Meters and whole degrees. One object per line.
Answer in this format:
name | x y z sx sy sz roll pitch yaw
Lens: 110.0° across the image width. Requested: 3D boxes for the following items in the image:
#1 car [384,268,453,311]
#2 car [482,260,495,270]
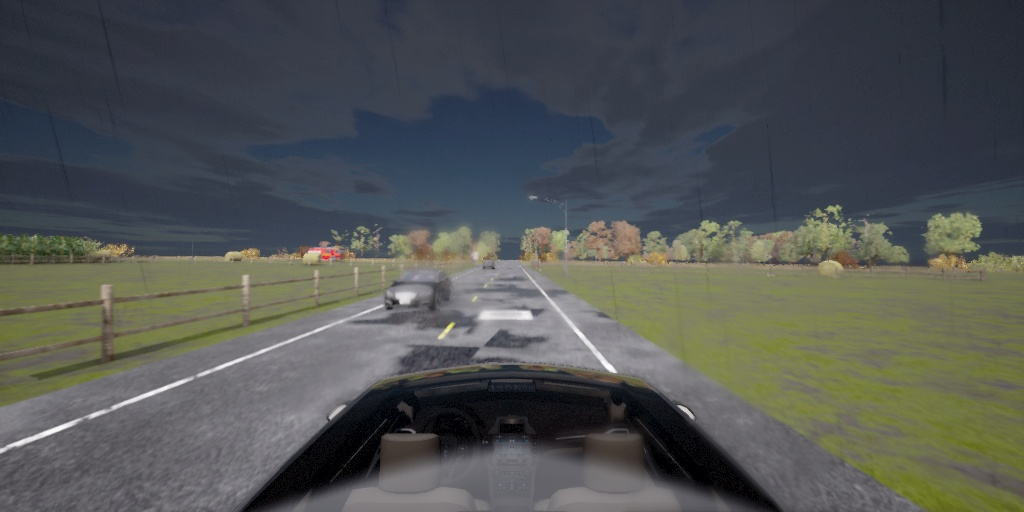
car | -3.600 1.261 14.546 2.128 1.511 4.902 0 0 0
car | -3.568 1.345 55.167 1.837 1.490 4.892 0 0 0
